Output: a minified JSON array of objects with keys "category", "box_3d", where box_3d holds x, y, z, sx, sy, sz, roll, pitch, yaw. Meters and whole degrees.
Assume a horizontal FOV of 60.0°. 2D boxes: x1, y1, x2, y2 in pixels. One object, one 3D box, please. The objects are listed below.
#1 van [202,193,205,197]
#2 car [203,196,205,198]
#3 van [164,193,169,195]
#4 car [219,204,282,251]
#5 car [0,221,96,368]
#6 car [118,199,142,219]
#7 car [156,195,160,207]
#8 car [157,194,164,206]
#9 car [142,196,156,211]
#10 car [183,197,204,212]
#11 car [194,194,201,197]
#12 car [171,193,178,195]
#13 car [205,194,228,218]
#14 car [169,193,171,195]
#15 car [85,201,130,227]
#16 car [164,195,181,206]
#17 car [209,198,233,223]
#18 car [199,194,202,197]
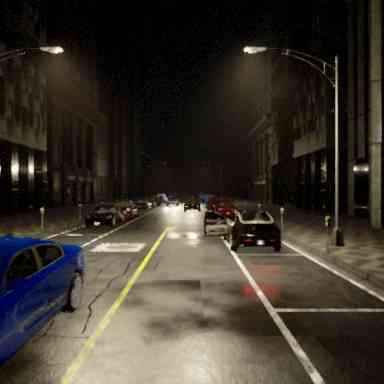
[{"category":"van","box_3d":[2.761,1.269,50.613,1.690,1.788,3.998,0,0,0]},{"category":"car","box_3d":[2.761,1.501,44.976,1.947,1.339,4.313,0,0,0]},{"category":"van","box_3d":[-5.765,1.253,61.873,1.690,1.788,3.998,0,0,0]},{"category":"car","box_3d":[2.354,1.485,13.863,1.837,1.490,4.892,0,0,0]},{"category":"car","box_3d":[-3.101,1.470,4.823,1.882,1.535,5.008,0,0,0]},{"category":"car","box_3d":[-5.762,1.400,28.056,1.967,1.590,4.097,0,0,0]},{"category":"car","box_3d":[-5.764,1.461,44.794,1.752,1.417,4.829,0,0,0]},{"category":"car","box_3d":[-5.764,1.368,50.600,1.967,1.590,4.097,0,0,0]},{"category":"car","box_3d":[-5.764,1.494,39.328,2.008,1.369,4.403,0,0,0]},{"category":"car","box_3d":[0.042,1.547,37.347,1.895,1.301,4.718,0,0,0]},{"category":"car","box_3d":[-0.002,1.454,49.873,1.812,1.442,4.674,0,0,0]},{"category":"car","box_3d":[-5.768,1.195,90.055,2.192,1.841,5.009,0,0,0]},{"category":"car","box_3d":[2.763,1.267,33.703,2.192,1.841,5.009,0,0,0]},{"category":"car","box_3d":[-5.766,1.430,67.339,1.752,1.417,4.829,0,0,0]},{"category":"car","box_3d":[-5.762,1.533,22.419,1.947,1.339,4.313,0,0,0]},{"category":"car","box_3d":[-3.005,1.528,51.835,1.895,1.301,4.718,0,0,0]},{"category":"car","box_3d":[2.762,1.504,28.066,1.887,1.381,4.507,0,0,0]},{"category":"car","box_3d":[2.759,1.478,61.887,1.947,1.339,4.313,0,0,0]}]
